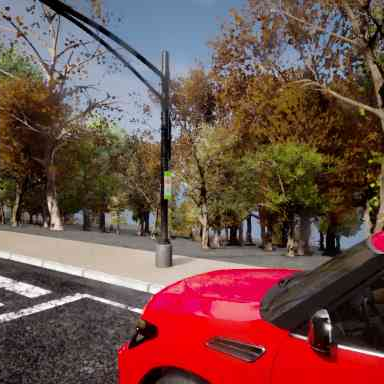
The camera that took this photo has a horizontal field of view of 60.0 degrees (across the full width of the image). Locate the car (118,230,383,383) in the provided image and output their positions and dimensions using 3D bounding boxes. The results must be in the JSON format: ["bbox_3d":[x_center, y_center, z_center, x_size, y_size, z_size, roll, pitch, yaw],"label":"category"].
[{"bbox_3d":[2.005,1.222,2.283,5.566,2.045,2.150,0,0,34],"label":"car"}]
